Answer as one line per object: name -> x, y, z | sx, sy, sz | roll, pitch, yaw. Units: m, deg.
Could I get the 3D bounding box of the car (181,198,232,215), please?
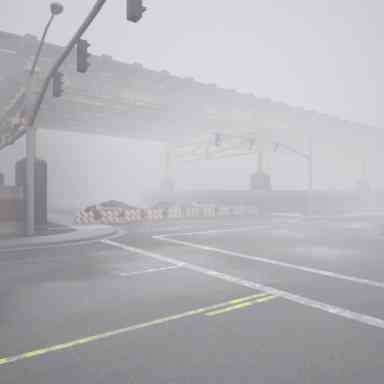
car -> 1.452, 1.453, 34.036 | 4.974, 1.542, 2.038 | 0, 0, -7

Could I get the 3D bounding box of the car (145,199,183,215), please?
car -> -2.446, 1.295, 30.329 | 1.853, 1.218, 4.536 | 0, 0, 18

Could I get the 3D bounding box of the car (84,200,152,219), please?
car -> -6.209, 1.453, 27.598 | 4.974, 1.542, 2.038 | 0, 0, 8

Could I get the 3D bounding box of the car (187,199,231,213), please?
car -> 1.400, 1.295, 34.029 | 4.536, 1.218, 1.853 | 0, 0, -7

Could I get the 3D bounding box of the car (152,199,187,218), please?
car -> -2.462, 1.453, 30.280 | 2.038, 1.542, 4.974 | 0, 0, 18

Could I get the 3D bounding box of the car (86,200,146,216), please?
car -> -6.261, 1.295, 27.605 | 4.536, 1.218, 1.853 | 0, 0, 8
